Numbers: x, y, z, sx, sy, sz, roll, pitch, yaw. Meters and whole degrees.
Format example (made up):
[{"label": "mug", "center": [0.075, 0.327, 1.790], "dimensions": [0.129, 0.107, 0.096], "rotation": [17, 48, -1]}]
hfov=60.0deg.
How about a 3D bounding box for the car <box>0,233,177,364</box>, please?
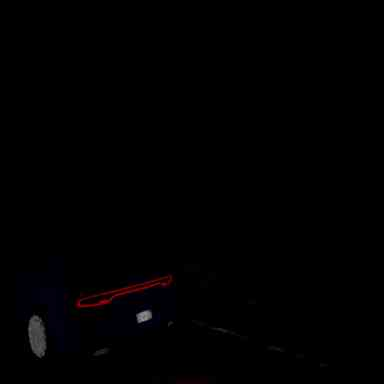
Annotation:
[{"label": "car", "center": [-2.471, 1.479, 6.003], "dimensions": [5.008, 1.535, 1.882], "rotation": [0, 0, 42]}]
